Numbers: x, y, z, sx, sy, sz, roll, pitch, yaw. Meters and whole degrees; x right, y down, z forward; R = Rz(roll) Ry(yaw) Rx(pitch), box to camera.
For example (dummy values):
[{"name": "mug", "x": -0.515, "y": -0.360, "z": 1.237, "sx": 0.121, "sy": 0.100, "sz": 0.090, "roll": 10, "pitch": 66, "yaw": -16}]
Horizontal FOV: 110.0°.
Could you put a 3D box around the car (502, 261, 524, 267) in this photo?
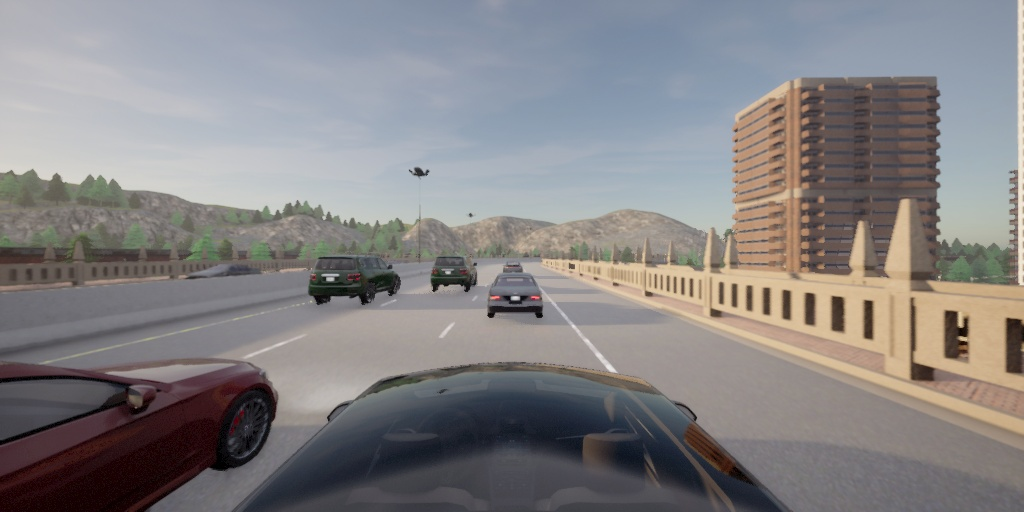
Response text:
[{"name": "car", "x": 0.103, "y": 1.250, "z": 34.634, "sx": 2.128, "sy": 1.511, "sz": 4.902, "roll": 0, "pitch": 0, "yaw": 0}]

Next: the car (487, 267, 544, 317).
[{"name": "car", "x": 0.101, "y": 1.301, "z": 13.139, "sx": 2.033, "sy": 1.411, "sz": 5.357, "roll": 0, "pitch": 0, "yaw": 0}]

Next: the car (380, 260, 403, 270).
[{"name": "car", "x": -17.504, "y": 1.329, "z": 52.183, "sx": 1.994, "sy": 1.385, "sz": 4.181, "roll": 0, "pitch": 0, "yaw": 0}]

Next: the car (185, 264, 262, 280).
[{"name": "car", "x": -21.076, "y": 1.305, "z": 26.604, "sx": 2.033, "sy": 1.411, "sz": 5.357, "roll": 0, "pitch": 0, "yaw": 0}]

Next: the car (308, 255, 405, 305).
[{"name": "car", "x": -6.898, "y": 0.976, "z": 16.310, "sx": 2.150, "sy": 2.045, "sz": 5.566, "roll": 0, "pitch": 0, "yaw": 0}]

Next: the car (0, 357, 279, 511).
[{"name": "car", "x": -3.413, "y": 1.276, "z": 1.891, "sx": 1.812, "sy": 1.442, "sz": 4.674, "roll": 0, "pitch": 0, "yaw": 0}]

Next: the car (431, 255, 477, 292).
[{"name": "car", "x": -3.398, "y": 0.977, "z": 21.760, "sx": 2.150, "sy": 2.045, "sz": 5.566, "roll": 0, "pitch": 0, "yaw": 0}]
